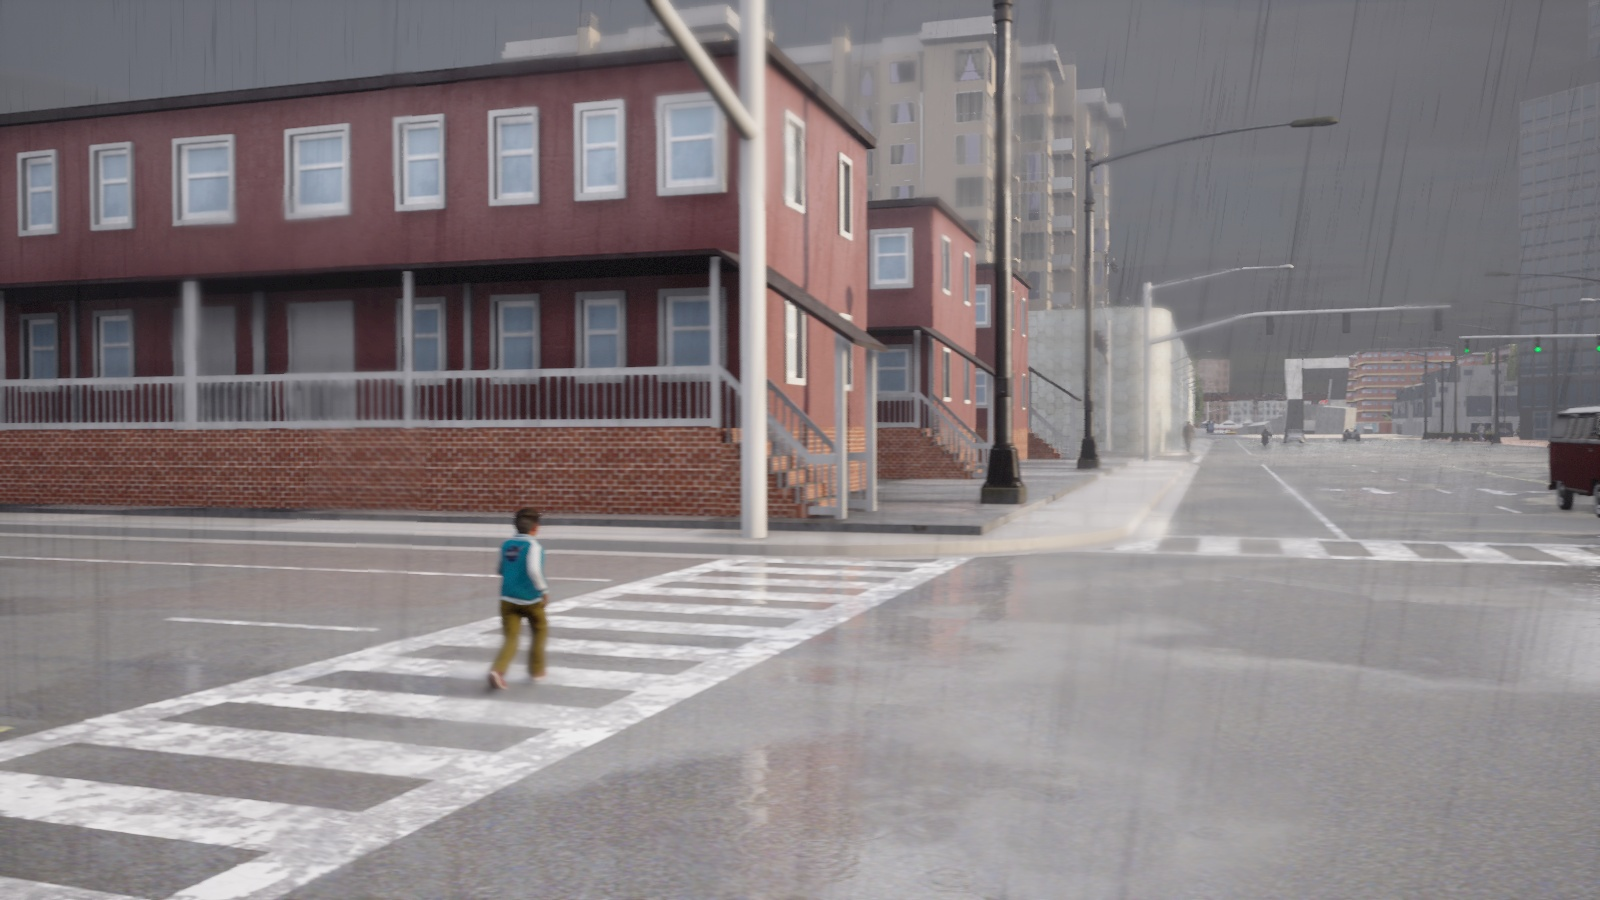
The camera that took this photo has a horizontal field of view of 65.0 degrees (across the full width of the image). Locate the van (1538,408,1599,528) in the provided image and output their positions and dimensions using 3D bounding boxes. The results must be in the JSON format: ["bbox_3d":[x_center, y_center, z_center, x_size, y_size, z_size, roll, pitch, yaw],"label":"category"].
[{"bbox_3d":[14.741,0.275,22.432,1.775,1.987,4.442,1,1,19],"label":"van"}]

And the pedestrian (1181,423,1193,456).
[{"bbox_3d":[23.378,-0.650,75.833,0.659,1.952,0.873,1,1,19],"label":"pedestrian"}]

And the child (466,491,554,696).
[{"bbox_3d":[-1.781,0.861,7.730,0.343,1.192,0.448,1,1,18],"label":"child"}]
